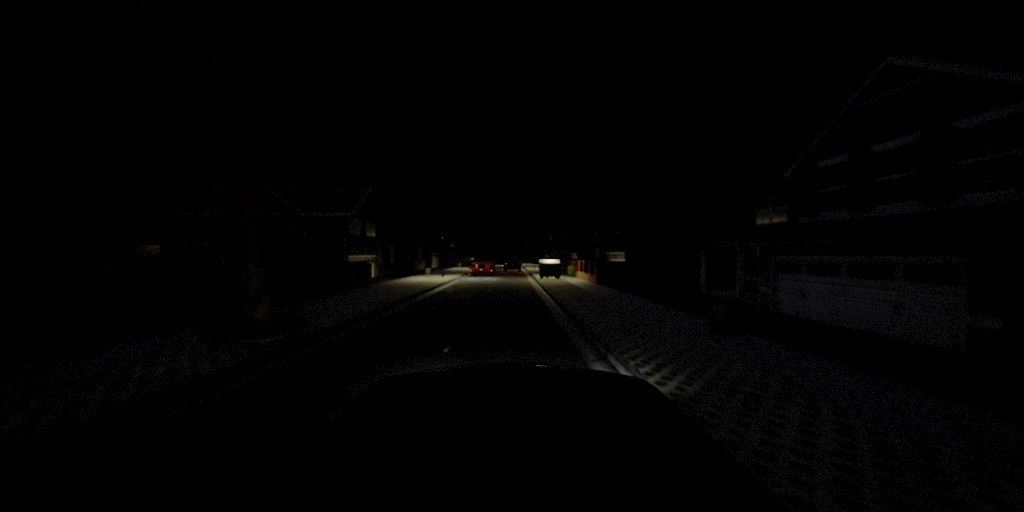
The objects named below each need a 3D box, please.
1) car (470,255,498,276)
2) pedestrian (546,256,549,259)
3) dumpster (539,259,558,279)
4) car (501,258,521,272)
[{"bbox_3d":[-2.844,0.925,35.963,2.150,2.045,5.566,0,0,0],"label":"car"},{"bbox_3d":[3.009,0.855,30.694,0.375,1.860,0.375,0,1,-10],"label":"pedestrian"},{"bbox_3d":[3.009,1.111,29.693,1.020,1.700,1.940,0,0,0],"label":"dumpster"},{"bbox_3d":[0.063,1.033,45.640,2.097,1.767,4.553,0,0,0],"label":"car"}]
